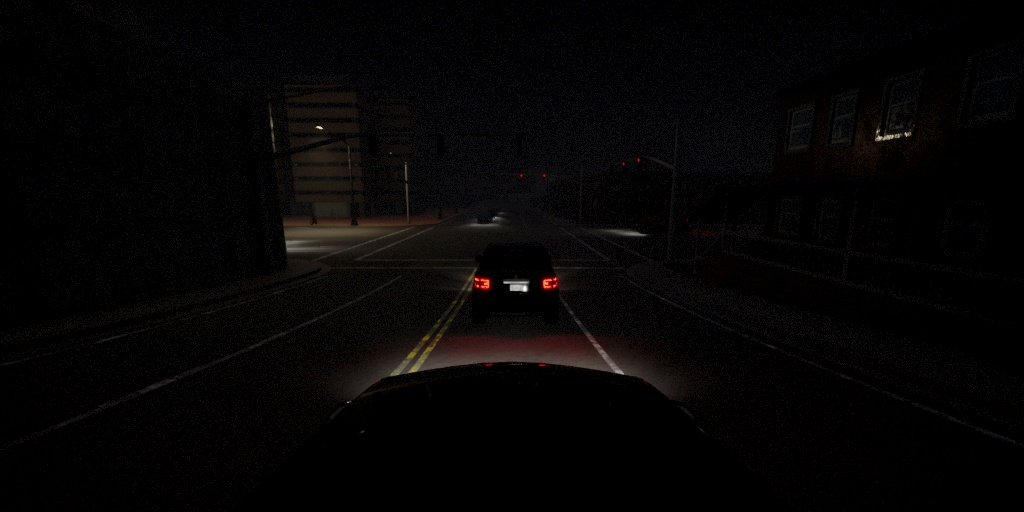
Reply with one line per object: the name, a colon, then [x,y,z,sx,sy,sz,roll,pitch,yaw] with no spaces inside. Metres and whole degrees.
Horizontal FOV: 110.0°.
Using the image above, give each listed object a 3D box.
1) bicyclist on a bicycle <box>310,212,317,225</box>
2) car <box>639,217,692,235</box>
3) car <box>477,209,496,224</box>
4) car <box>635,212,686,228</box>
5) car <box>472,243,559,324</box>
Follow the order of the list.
bicyclist on a bicycle: [-25.406,-4.790,45.847,0.582,1.620,1.656,0,10,0]
car: [15.936,-2.982,36.734,4.674,1.442,1.812,0,10,0]
car: [-3.818,-5.482,51.022,1.882,1.535,5.008,0,10,1]
car: [16.733,-3.879,40.137,5.566,2.045,2.150,-1,10,0]
car: [0.057,0.601,10.749,2.150,2.045,5.566,0,4,-1]
